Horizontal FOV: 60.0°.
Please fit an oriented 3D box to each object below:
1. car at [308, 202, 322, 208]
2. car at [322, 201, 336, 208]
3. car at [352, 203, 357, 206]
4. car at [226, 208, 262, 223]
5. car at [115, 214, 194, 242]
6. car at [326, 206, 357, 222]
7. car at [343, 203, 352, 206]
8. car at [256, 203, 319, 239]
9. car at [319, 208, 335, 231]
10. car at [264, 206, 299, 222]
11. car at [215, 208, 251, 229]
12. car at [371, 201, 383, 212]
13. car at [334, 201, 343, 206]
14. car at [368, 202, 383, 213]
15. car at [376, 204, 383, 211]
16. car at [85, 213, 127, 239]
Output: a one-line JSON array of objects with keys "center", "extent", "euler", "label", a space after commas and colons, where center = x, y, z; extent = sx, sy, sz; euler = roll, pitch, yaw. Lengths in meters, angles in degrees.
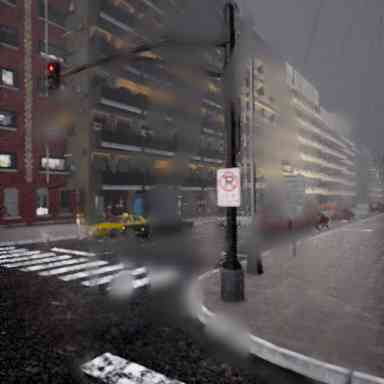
[{"center": [18.529, 2.541, 53.245], "extent": [2.192, 1.841, 5.009], "euler": [-2, -2, 35], "label": "car"}, {"center": [25.031, 2.972, 62.517], "extent": [1.887, 1.381, 4.507], "euler": [-2, -2, 35], "label": "car"}, {"center": [41.274, 3.484, 85.714], "extent": [1.947, 1.339, 4.313], "euler": [-2, -2, 35], "label": "car"}, {"center": [5.540, 2.364, 34.680], "extent": [1.887, 1.381, 4.507], "euler": [-2, -2, 35], "label": "car"}, {"center": [-1.925, 2.076, 19.479], "extent": [1.895, 1.301, 4.718], "euler": [-1, -2, 35], "label": "car"}, {"center": [15.662, 2.375, 34.582], "extent": [1.802, 1.307, 4.206], "euler": [-2, -2, 35], "label": "car"}, {"center": [34.776, 3.268, 76.435], "extent": [1.887, 1.381, 4.507], "euler": [-2, -2, 35], "label": "car"}, {"center": [5.912, 1.802, 20.674], "extent": [2.192, 1.841, 5.009], "euler": [-2, -2, 35], "label": "car"}, {"center": [9.164, 2.134, 25.305], "extent": [1.887, 1.381, 4.507], "euler": [-2, -2, 35], "label": "car"}, {"center": [9.795, 2.336, 36.199], "extent": [2.128, 1.511, 4.902], "euler": [-1, -2, 35], "label": "car"}, {"center": [3.822, 2.259, 27.686], "extent": [1.895, 1.301, 4.718], "euler": [-1, -2, 35], "label": "car"}, {"center": [35.147, 2.714, 62.427], "extent": [2.192, 1.841, 5.009], "euler": [-2, -2, 35], "label": "car"}, {"center": [28.275, 2.842, 67.163], "extent": [2.192, 1.841, 5.009], "euler": [-2, -2, 35], "label": "car"}, {"center": [31.898, 2.615, 57.787], "extent": [2.192, 1.841, 5.009], "euler": [-2, -2, 35], "label": "car"}, {"center": [38.400, 3.064, 67.058], "extent": [1.947, 1.339, 4.313], "euler": [-2, -2, 35], "label": "car"}, {"center": [-4.304, 2.033, 20.623], "extent": [1.752, 1.417, 4.829], "euler": [-2, -2, 35], "label": "car"}]
